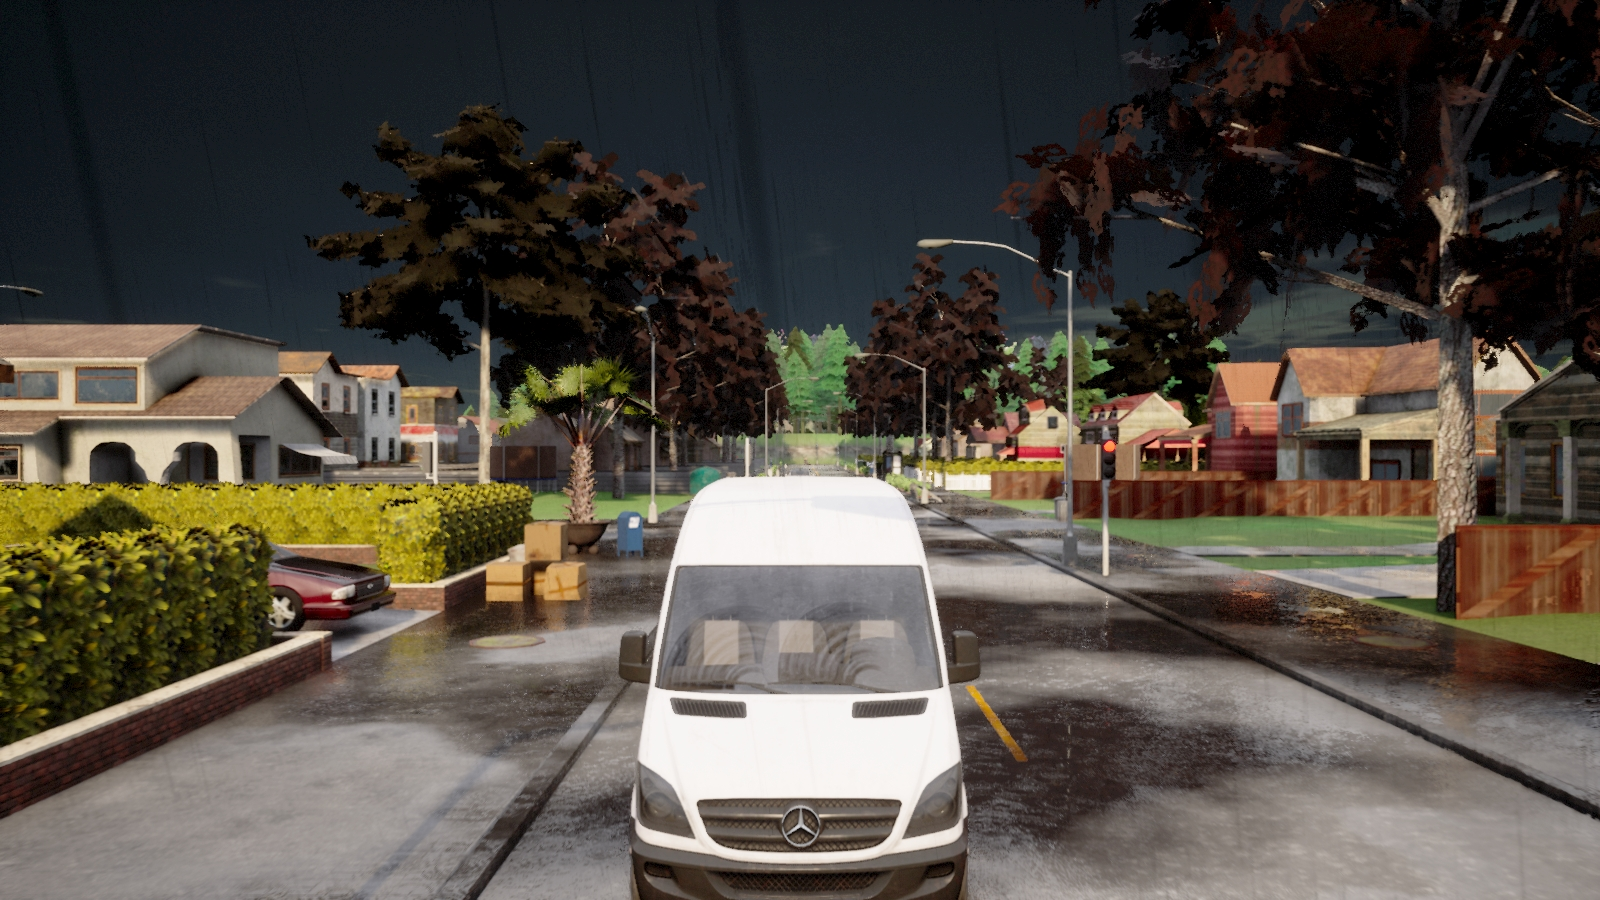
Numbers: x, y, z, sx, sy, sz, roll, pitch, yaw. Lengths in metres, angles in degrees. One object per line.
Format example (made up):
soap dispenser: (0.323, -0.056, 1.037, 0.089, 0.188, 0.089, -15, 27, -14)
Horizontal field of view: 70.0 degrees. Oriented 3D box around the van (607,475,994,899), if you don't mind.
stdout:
van: (0.002, 1.537, 8.830, 1.988, 2.561, 5.915, 0, 0, 0)
